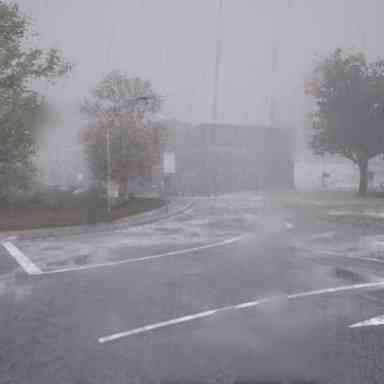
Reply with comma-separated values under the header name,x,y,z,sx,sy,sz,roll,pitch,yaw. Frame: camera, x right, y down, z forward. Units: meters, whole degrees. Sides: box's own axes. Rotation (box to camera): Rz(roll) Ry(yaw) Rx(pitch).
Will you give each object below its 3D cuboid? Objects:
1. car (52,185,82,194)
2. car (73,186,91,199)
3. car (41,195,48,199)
name,x,y,z,sx,sy,sz,roll,pitch,yaw
car,-18.335,0.049,50.332,2.435,2.045,5.566,-1,1,16
car,-15.918,0.265,48.618,2.231,1.521,4.892,-1,1,16
car,-20.724,0.082,52.151,2.435,2.045,5.566,-2,1,16
